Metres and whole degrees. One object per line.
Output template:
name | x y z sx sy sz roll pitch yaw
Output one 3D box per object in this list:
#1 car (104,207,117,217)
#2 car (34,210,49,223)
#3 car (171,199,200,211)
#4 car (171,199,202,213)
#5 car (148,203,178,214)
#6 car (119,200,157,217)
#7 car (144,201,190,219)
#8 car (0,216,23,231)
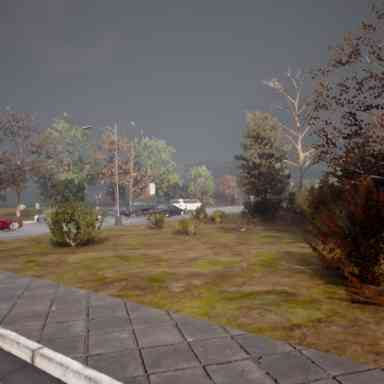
car | -10.041 2.614 44.051 1.994 1.385 4.181 -3 -2 32
car | -14.850 2.505 36.452 2.128 1.511 4.902 -3 -2 32
car | -0.926 1.985 45.076 2.150 2.045 5.566 -3 -2 32
car | -0.796 2.192 52.141 2.150 2.045 5.566 -3 -2 33
car | -4.582 2.606 52.687 2.128 1.511 4.902 -3 -2 32
car | -6.471 2.123 43.185 2.150 2.045 5.566 -3 -2 32
car | -2.586 2.065 35.856 1.837 1.490 4.892 -3 -2 32
car | -14.696 2.152 23.627 1.882 1.535 5.008 -3 -2 34
